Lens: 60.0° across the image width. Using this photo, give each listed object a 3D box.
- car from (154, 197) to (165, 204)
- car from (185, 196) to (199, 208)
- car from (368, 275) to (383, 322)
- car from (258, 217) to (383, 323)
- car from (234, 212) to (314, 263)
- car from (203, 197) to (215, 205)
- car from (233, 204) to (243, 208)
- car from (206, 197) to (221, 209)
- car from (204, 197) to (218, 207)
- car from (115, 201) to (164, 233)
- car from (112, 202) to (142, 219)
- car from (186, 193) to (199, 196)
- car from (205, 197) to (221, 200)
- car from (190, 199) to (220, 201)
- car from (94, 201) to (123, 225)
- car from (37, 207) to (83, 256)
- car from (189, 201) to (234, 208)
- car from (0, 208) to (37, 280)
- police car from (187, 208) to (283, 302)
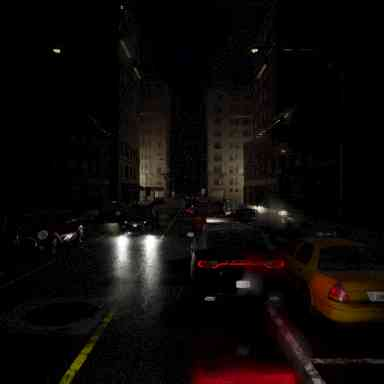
[{"bbox_3d":[-5.604,1.507,57.392,1.887,1.381,4.507,-1,0,0],"label":"car"},{"bbox_3d":[0.075,1.575,46.267,1.895,1.301,4.718,0,0,1],"label":"car"},{"bbox_3d":[2.856,1.581,1.523,1.802,1.307,4.206,-1,0,0],"label":"car"},{"bbox_3d":[2.864,1.523,7.280,1.752,1.417,4.829,-1,0,0],"label":"car"},{"bbox_3d":[2.872,1.561,12.695,1.947,1.339,4.313,-1,0,0],"label":"car"},{"bbox_3d":[2.941,1.544,57.382,1.802,1.307,4.206,-1,0,0],"label":"car"},{"bbox_3d":[2.881,1.559,18.281,1.947,1.339,4.313,-1,0,0],"label":"car"},{"bbox_3d":[2.924,1.499,46.380,1.752,1.417,4.829,-1,0,0],"label":"car"},{"bbox_3d":[2.933,1.534,51.797,1.947,1.339,4.313,-1,0,0],"label":"car"},{"bbox_3d":[-2.977,1.497,19.808,1.837,1.490,4.892,0,0,0],"label":"car"},{"bbox_3d":[-5.640,1.570,29.464,1.802,1.307,4.206,-1,0,0],"label":"car"},{"bbox_3d":[0.075,1.182,59.545,2.150,2.045,5.566,0,0,0],"label":"car"},{"bbox_3d":[2.915,1.530,40.625,2.008,1.369,4.403,-1,0,0],"label":"car"},{"bbox_3d":[0.928,1.496,24.340,1.837,1.490,4.892,0,0,0],"label":"car"},{"bbox_3d":[-5.649,1.431,23.878,1.967,1.590,4.097,-1,0,0],"label":"car"},{"bbox_3d":[-5.664,1.436,12.707,1.967,1.590,4.097,-1,0,0],"label":"car"},{"bbox_3d":[0.921,1.471,18.340,1.882,1.535,5.008,0,0,0],"label":"car"},{"bbox_3d":[-5.673,1.313,7.121,2.192,1.841,5.009,-1,0,0],"label":"car"},{"bbox_3d":[0.908,1.423,8.449,1.930,1.638,5.238,0,0,0],"label":"police car"}]
